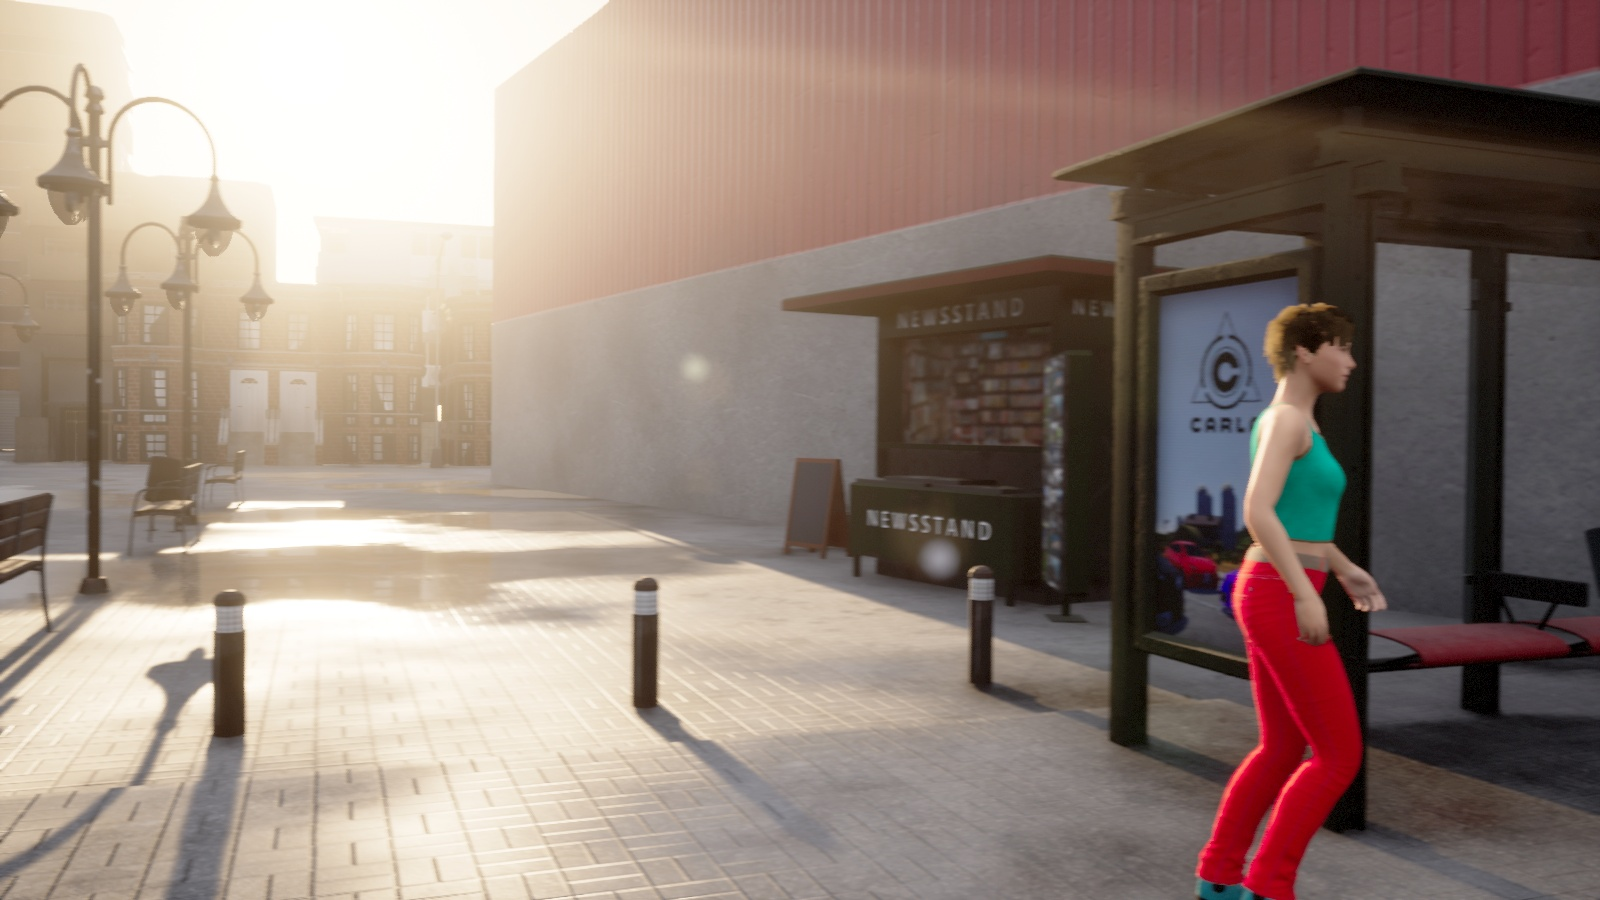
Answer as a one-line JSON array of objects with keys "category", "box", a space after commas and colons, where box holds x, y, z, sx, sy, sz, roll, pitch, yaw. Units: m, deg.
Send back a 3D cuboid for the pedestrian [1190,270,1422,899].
[{"category": "pedestrian", "box": [1.469, 0.432, 3.666, 0.594, 1.836, 0.345, 0, 1, 22]}]
